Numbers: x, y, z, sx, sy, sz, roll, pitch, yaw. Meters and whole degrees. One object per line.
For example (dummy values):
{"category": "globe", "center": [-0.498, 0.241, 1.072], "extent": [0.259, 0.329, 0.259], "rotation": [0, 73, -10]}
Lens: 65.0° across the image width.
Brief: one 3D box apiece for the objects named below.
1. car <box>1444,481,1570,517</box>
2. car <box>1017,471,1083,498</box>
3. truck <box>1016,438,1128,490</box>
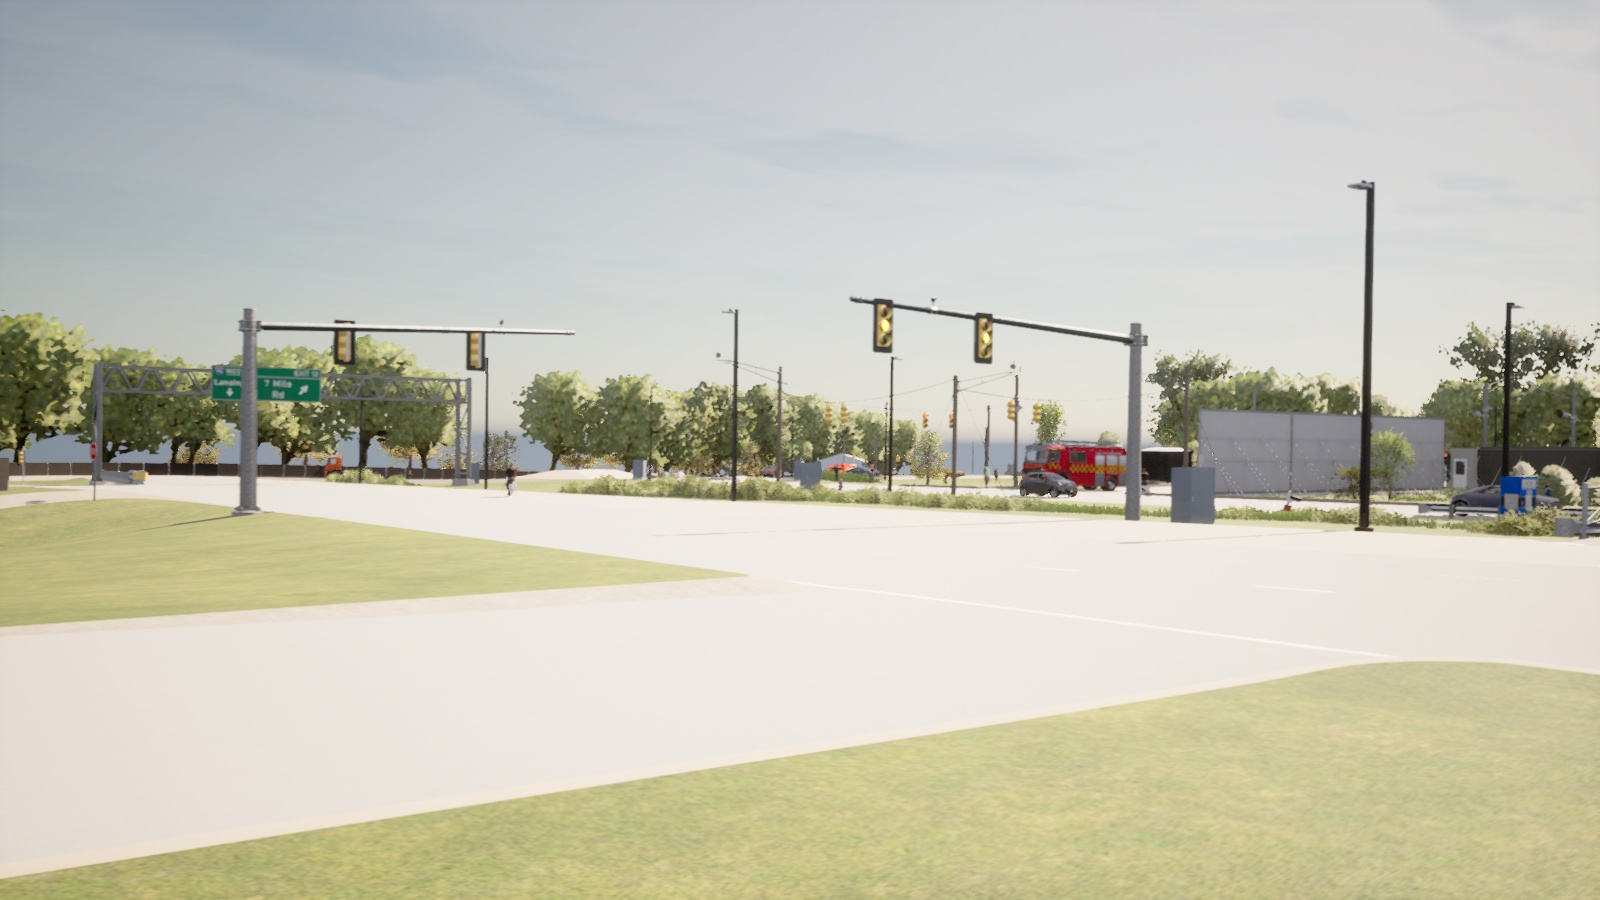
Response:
{"category": "car", "center": [29.841, 2.040, 53.112], "extent": [1.994, 1.385, 4.181], "rotation": [0, 0, -35]}
{"category": "car", "center": [14.928, 2.041, 75.089], "extent": [1.845, 1.501, 3.633], "rotation": [0, 0, -34]}
{"category": "truck", "center": [20.829, 1.095, 95.971], "extent": [8.468, 3.827, 2.891], "rotation": [1, 0, -29]}
